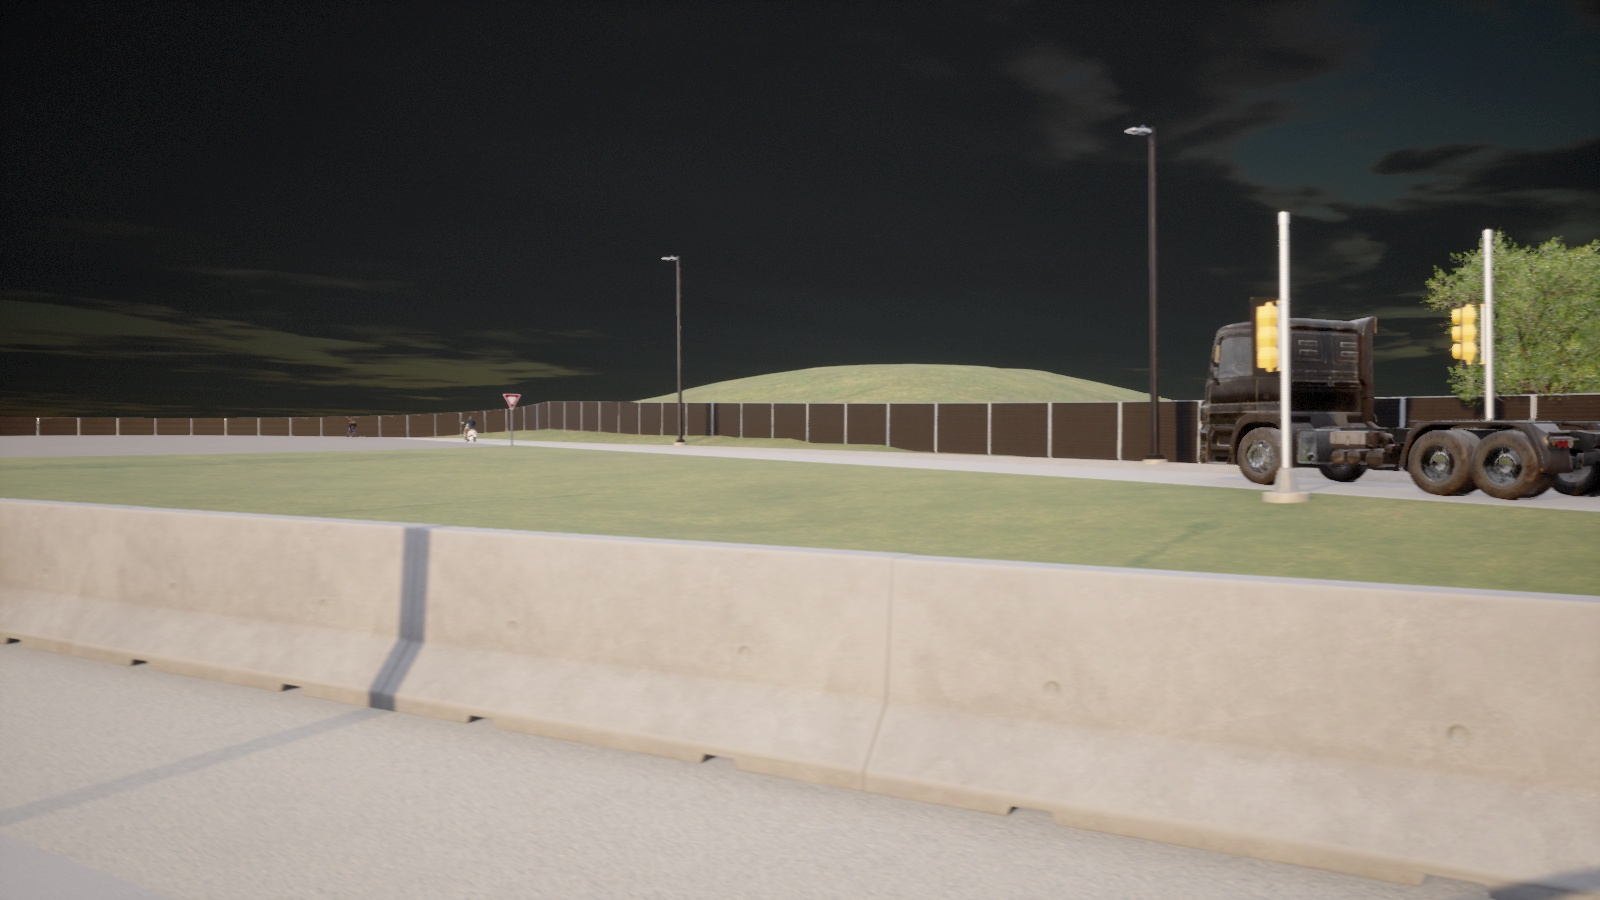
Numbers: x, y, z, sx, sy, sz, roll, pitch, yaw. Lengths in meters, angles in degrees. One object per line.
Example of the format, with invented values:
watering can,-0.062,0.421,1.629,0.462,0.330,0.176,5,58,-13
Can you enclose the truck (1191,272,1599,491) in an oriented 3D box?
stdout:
truck,11.541,-1.180,23.958,2.891,3.462,7.936,-2,2,-29
